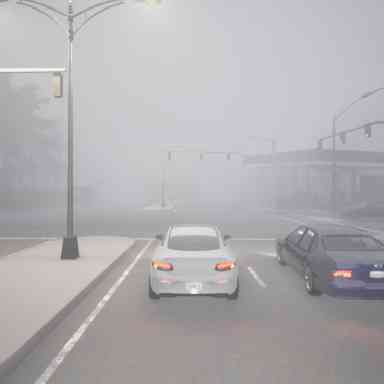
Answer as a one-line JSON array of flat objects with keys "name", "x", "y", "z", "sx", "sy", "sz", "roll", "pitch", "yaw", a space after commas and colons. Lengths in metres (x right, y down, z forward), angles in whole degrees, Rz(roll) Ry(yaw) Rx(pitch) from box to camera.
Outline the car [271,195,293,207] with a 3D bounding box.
[{"name": "car", "x": 12.891, "y": 1.261, "z": 47.890, "sx": 2.242, "sy": 1.667, "sz": 4.611, "roll": 0, "pitch": 0, "yaw": 0}]

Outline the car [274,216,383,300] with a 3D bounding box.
[{"name": "car", "x": 3.511, "y": 1.545, "z": 8.567, "sx": 2.033, "sy": 1.411, "sz": 5.357, "roll": 0, "pitch": 0, "yaw": 3}]

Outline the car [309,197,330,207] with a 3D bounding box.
[{"name": "car", "x": 18.630, "y": 1.433, "z": 48.691, "sx": 1.970, "sy": 1.475, "sz": 3.806, "roll": 0, "pitch": 0, "yaw": 0}]

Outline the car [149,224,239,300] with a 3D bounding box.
[{"name": "car", "x": 0.032, "y": 1.516, "z": 8.260, "sx": 1.812, "sy": 1.442, "sz": 4.674, "roll": 0, "pitch": 0, "yaw": 0}]

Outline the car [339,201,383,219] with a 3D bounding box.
[{"name": "car", "x": 14.749, "y": 1.523, "z": 27.755, "sx": 4.674, "sy": 1.442, "sz": 1.812, "roll": 0, "pitch": 0, "yaw": -1}]
